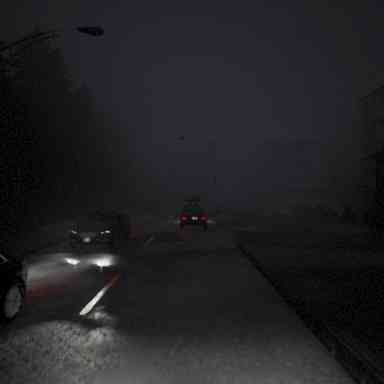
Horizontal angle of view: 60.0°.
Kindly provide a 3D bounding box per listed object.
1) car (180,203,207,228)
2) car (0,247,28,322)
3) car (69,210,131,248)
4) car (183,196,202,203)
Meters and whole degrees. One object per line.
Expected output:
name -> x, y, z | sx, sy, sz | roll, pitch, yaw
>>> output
car -> 0.109, 1.716, 23.351 | 2.033, 1.411, 5.357 | 0, 0, 0
car -> -4.080, 1.539, 4.524 | 1.837, 1.490, 4.892 | 0, -1, 0
car -> -4.062, 1.603, 15.362 | 2.128, 1.511, 4.902 | 0, 0, 0
car -> 0.114, 1.521, 41.584 | 2.150, 2.045, 5.566 | 0, 0, 0
